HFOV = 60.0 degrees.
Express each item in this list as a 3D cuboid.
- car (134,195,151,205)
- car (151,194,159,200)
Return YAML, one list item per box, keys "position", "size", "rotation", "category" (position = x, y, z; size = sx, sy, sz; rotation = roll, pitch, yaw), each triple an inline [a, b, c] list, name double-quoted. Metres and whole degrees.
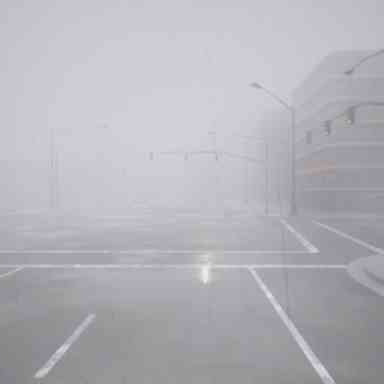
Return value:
- position: [-8.766, 1.416, 57.148]
  size: [1.812, 1.442, 4.674]
  rotation: [0, 1, 2]
  category: "car"
- position: [-8.333, 1.081, 73.258]
  size: [1.994, 1.385, 4.181]
  rotation: [0, 1, 1]
  category: "car"
